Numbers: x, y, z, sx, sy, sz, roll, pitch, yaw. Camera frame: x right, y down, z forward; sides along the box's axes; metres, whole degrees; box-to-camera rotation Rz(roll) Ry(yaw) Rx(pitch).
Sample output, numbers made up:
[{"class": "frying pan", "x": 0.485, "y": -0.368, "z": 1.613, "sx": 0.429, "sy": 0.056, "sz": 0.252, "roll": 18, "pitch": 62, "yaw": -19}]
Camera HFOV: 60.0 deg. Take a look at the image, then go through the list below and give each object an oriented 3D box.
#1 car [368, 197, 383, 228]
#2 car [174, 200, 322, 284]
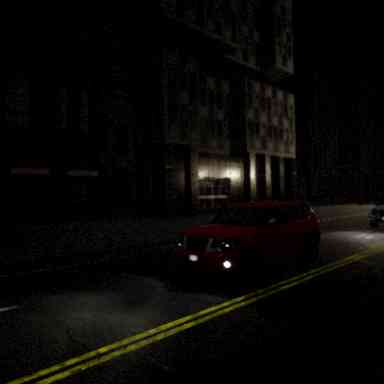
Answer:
[{"class": "car", "x": 13.261, "y": 1.181, "z": 21.167, "sx": 5.566, "sy": 2.045, "sz": 2.150, "roll": 0, "pitch": -1, "yaw": -41}, {"class": "car", "x": 2.000, "y": 1.299, "z": 10.365, "sx": 5.566, "sy": 2.045, "sz": 2.150, "roll": 0, "pitch": -1, "yaw": -44}]
